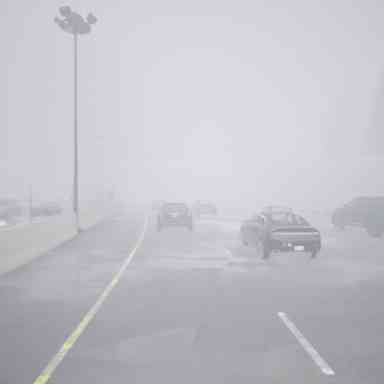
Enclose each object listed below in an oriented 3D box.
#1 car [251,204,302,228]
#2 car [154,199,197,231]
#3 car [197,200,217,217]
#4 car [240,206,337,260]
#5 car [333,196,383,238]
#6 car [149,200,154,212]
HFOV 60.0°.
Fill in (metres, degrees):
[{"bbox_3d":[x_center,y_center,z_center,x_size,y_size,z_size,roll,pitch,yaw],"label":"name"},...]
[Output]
[{"bbox_3d":[5.670,1.590,22.968,1.895,1.301,4.718,0,0,-6],"label":"car"},{"bbox_3d":[-1.165,1.355,20.873,2.097,1.767,4.553,0,0,-6],"label":"car"},{"bbox_3d":[1.022,1.491,31.049,2.128,1.511,4.902,0,0,-9],"label":"car"},{"bbox_3d":[3.092,1.486,12.448,2.128,1.511,4.902,0,0,-3],"label":"car"},{"bbox_3d":[9.707,1.202,17.808,2.150,2.045,5.566,0,0,-5],"label":"car"},{"bbox_3d":[-3.944,1.557,39.182,2.033,1.411,5.357,0,0,-11],"label":"car"}]
